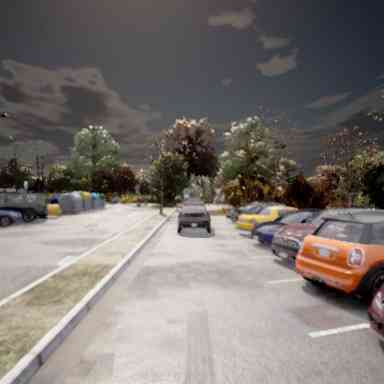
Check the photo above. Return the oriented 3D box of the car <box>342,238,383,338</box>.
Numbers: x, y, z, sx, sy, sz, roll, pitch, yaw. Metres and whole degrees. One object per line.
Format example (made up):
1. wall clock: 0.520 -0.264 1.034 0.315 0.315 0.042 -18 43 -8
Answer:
1. car: 4.834 1.513 4.839 4.674 1.452 2.002 1 0 -20

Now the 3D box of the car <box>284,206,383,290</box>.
1. car: 4.806 1.339 7.811 4.553 1.767 2.185 1 0 -20

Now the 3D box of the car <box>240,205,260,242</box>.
1. car: 4.820 1.478 14.171 4.792 1.488 2.163 1 0 -20

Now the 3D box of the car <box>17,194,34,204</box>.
1. car: -30.295 1.368 60.520 2.185 1.767 4.553 1 -2 -19

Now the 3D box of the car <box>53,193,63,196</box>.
1. car: -24.277 1.244 60.488 2.435 2.045 5.566 1 -2 -19

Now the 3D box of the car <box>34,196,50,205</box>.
1. car: -27.281 1.496 60.507 2.231 1.521 4.892 1 -3 -19

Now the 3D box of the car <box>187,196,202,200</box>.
1. car: 0.258 1.217 35.043 2.097 1.767 4.553 0 1 2

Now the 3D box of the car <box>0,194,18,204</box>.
1. car: -33.332 1.371 60.626 2.185 1.767 4.553 1 -3 -19

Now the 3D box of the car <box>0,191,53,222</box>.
1. car: -13.301 1.145 23.897 5.566 2.045 2.435 -1 1 -20

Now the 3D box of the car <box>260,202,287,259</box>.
1. car: 4.871 1.332 10.801 4.553 1.767 2.185 1 0 -20

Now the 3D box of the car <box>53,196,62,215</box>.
1. car: -13.433 1.373 26.872 5.366 1.575 1.946 -1 1 -20

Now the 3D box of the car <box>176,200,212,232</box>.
1. car: 0.125 1.455 19.634 1.837 1.490 4.892 0 0 0

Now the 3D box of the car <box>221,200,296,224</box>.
1. car: 4.870 1.423 24.365 4.892 1.521 2.231 1 1 -20

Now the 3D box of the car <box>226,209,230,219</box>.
1. car: 4.851 1.433 20.971 4.892 1.521 2.231 1 0 -20

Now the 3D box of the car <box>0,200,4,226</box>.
1. car: -13.309 1.422 17.871 5.008 1.535 2.097 -1 0 -20

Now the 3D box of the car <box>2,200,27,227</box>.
1. car: -13.290 1.451 20.897 4.674 1.452 2.002 -1 0 -20

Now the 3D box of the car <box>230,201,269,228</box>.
1. car: 5.023 1.440 17.646 5.366 1.575 1.946 1 0 -20
